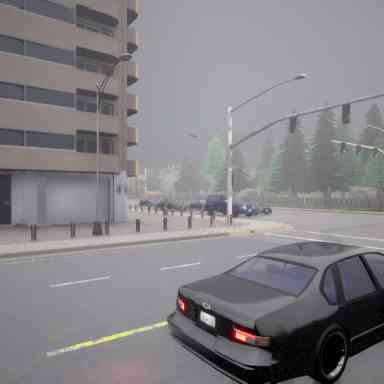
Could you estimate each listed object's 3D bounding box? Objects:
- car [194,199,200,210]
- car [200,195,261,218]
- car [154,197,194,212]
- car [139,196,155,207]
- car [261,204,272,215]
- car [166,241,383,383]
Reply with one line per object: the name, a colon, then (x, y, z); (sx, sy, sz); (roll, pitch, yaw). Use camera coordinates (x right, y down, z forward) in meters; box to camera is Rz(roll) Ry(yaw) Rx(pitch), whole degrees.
car: (1.094, 1.581, 40.992); (1.812, 1.442, 4.674); (0, 0, -36)
car: (3.506, 1.277, 31.639); (2.150, 2.045, 5.566); (0, 0, -36)
car: (-2.276, 1.560, 39.667); (1.837, 1.490, 4.892); (0, 0, -36)
car: (-6.373, 1.407, 51.365); (2.097, 1.767, 4.553); (0, 0, -36)
car: (6.127, 1.619, 33.990); (1.994, 1.385, 4.181); (0, 0, -36)
car: (2.238, 1.547, 5.377); (5.357, 1.411, 2.033); (0, 0, -35)
